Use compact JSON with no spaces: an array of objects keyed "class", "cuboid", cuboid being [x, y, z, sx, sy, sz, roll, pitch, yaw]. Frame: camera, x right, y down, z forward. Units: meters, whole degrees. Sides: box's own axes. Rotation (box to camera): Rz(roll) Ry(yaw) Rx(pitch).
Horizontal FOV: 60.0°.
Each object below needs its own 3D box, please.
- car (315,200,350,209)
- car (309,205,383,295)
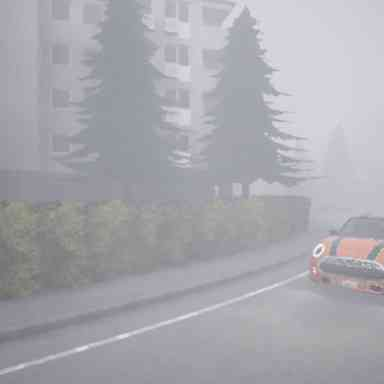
[{"class":"car","cuboid":[15.463,1.612,36.744,2.128,1.511,4.902,0,0,-11]},{"class":"car","cuboid":[4.873,1.375,8.752,2.097,1.767,4.553,-1,0,43]}]
